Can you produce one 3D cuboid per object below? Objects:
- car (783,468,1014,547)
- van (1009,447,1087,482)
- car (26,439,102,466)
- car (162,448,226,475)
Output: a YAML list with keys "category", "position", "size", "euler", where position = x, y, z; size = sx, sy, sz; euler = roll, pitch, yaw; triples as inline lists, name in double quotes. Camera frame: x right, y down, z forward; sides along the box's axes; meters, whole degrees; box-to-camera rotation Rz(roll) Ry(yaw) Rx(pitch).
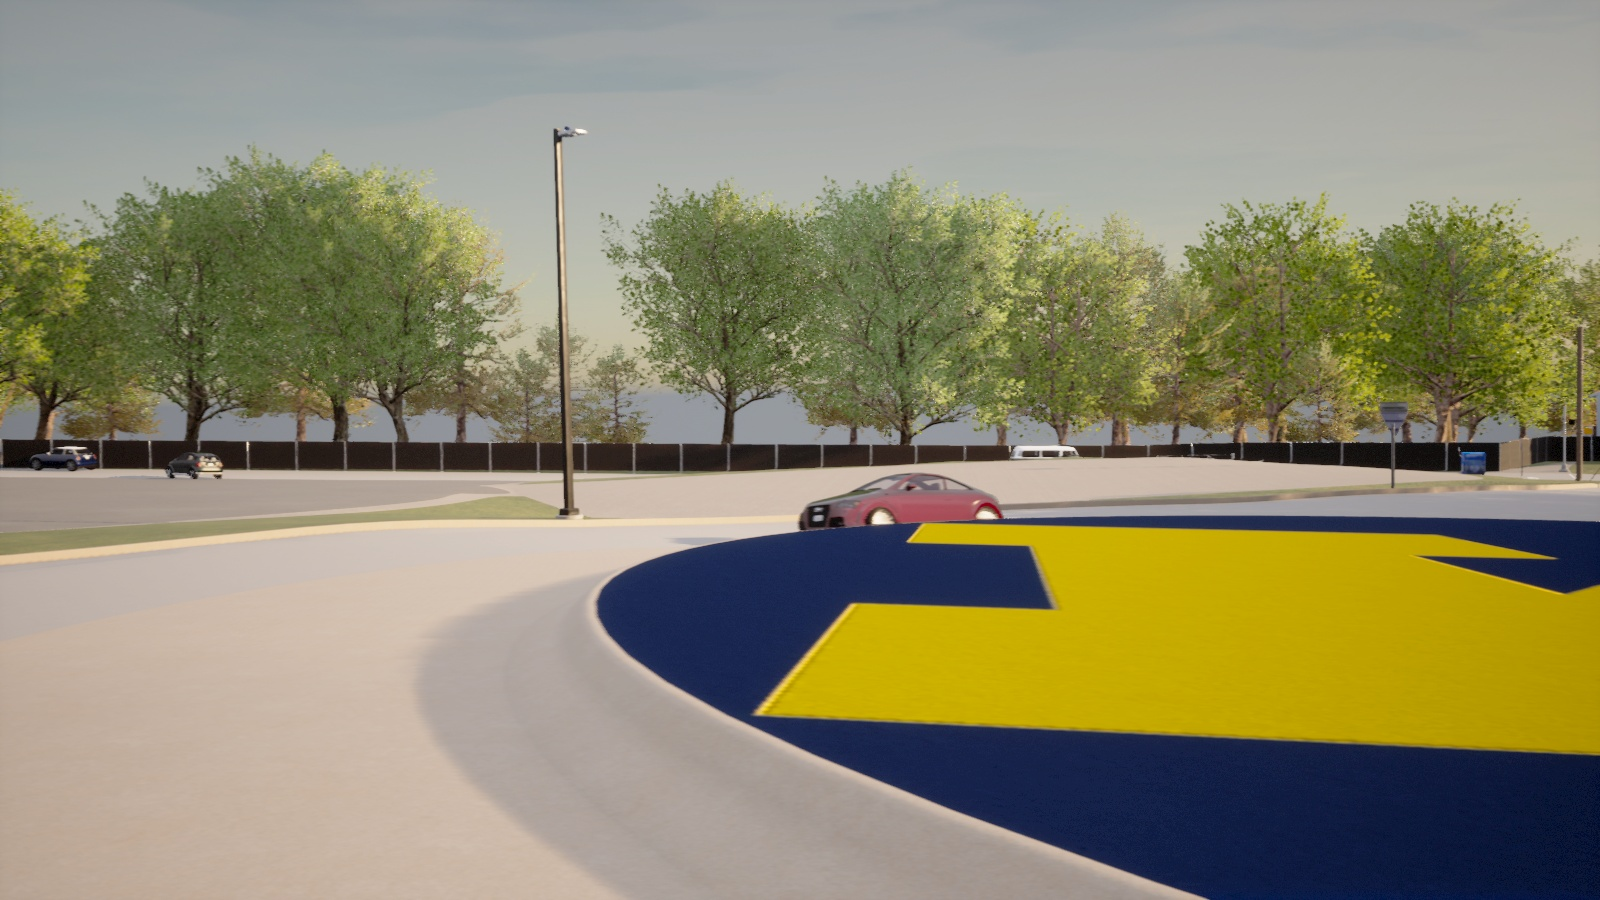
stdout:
- category: "car"
  position: [1.973, 1.173, 24.909]
  size: [4.181, 1.385, 1.994]
  euler: [2, -6, -32]
- category: "van"
  position: [15.438, 0.880, 78.395]
  size: [4.480, 2.038, 2.069]
  euler: [0, 3, 0]
- category: "car"
  position: [-46.959, 0.164, 80.123]
  size: [3.806, 1.475, 1.970]
  euler: [2, 4, 12]
- category: "car"
  position: [-35.369, 0.661, 73.251]
  size: [3.705, 1.549, 1.789]
  euler: [1, 0, 35]
